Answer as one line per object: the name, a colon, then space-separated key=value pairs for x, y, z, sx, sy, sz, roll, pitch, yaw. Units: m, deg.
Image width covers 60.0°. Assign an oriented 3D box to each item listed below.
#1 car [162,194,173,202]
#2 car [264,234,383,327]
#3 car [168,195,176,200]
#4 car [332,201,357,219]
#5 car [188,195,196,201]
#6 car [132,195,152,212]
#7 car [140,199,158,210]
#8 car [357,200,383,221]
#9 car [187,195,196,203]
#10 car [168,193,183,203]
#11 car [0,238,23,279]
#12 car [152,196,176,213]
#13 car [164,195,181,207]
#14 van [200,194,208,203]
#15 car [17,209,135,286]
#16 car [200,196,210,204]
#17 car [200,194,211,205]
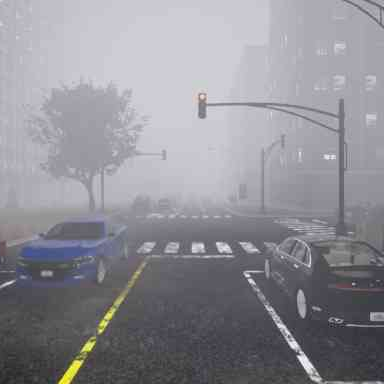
car: x=-5.753 y=1.385 z=77.987 sx=2.192 sy=1.841 sz=5.009 roll=0 pitch=0 yaw=0
car: x=2.684 y=1.551 z=6.945 sx=2.008 sy=1.369 sz=4.403 roll=0 pitch=0 yaw=0
car: x=-5.766 y=1.654 z=94.556 sx=2.008 sy=1.369 sz=4.403 roll=0 pitch=0 yaw=0
car: x=13.405 y=1.350 z=26.360 sx=4.403 sy=1.369 sz=2.008 roll=-1 pitch=1 yaw=-1
car: x=-0.061 y=1.446 z=79.075 sx=1.812 sy=1.442 sz=4.674 roll=0 pitch=0 yaw=0
car: x=-5.723 y=1.336 z=39.327 sx=2.192 sy=1.841 sz=5.009 roll=0 pitch=0 yaw=0
car: x=-5.727 y=1.592 z=44.850 sx=1.947 sy=1.339 sz=4.313 roll=0 pitch=0 yaw=0
car: x=14.921 y=1.283 z=23.797 sx=4.892 sy=1.490 sz=1.837 roll=-1 pitch=0 yaw=-1
car: x=-0.055 y=1.656 z=69.098 sx=1.895 sy=1.301 sz=4.718 roll=0 pitch=0 yaw=0
car: x=-3.064 y=1.279 z=68.387 sx=2.150 sy=2.045 sz=5.566 roll=0 pitch=0 yaw=0
car: x=-5.696 y=1.545 z=6.939 sx=1.887 sy=1.381 sz=4.507 roll=0 pitch=0 yaw=0
car: x=-3.128 y=1.524 z=37.973 sx=1.837 sy=1.490 sz=4.892 roll=0 pitch=0 yaw=0
car: x=-3.132 y=1.522 z=48.438 sx=2.128 sy=1.511 sz=4.902 roll=0 pitch=0 yaw=0
van: x=2.632 y=1.402 z=72.471 sx=1.690 sy=1.788 sz=3.998 roll=0 pitch=0 yaw=0
car: x=-3.107 y=1.479 z=9.624 sx=1.882 sy=1.535 sz=5.008 roll=0 pitch=0 yaw=0
car: x=2.637 y=1.578 z=67.118 sx=1.752 sy=1.417 sz=4.829 roll=0 pitch=0 yaw=0
car: x=2.641 y=1.610 z=61.425 sx=1.947 sy=1.339 sz=4.313 roll=0 pitch=0 yaw=0
